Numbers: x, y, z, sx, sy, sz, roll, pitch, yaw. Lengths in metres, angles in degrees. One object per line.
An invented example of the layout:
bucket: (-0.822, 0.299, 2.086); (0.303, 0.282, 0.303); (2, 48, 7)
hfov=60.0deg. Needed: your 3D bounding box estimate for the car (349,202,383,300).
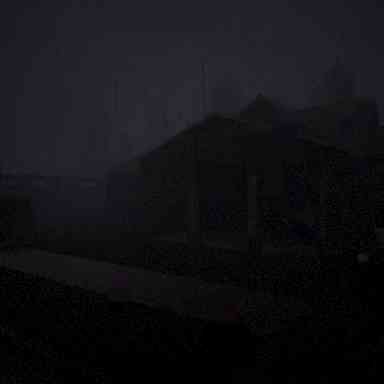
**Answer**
car: (4.717, 1.175, 7.190); (1.905, 1.878, 3.866); (0, 0, 35)
